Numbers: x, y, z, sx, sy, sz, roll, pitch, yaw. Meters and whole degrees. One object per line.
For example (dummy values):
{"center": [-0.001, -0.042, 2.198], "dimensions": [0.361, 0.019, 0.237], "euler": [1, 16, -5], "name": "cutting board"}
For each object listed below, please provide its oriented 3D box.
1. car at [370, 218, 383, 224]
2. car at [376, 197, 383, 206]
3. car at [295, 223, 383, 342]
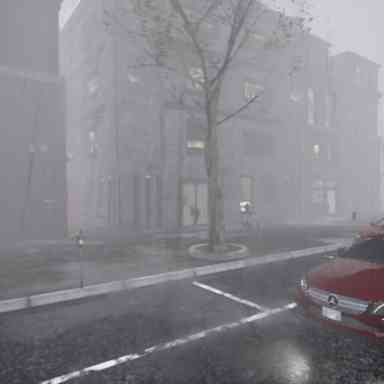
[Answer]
{"center": [7.723, 1.482, 12.074], "dimensions": [4.507, 1.381, 1.887], "euler": [0, 0, -36], "name": "car"}
{"center": [31.581, 1.490, 51.617], "dimensions": [1.752, 1.417, 4.829], "euler": [-2, 0, -37], "name": "car"}
{"center": [3.918, 1.494, 6.175], "dimensions": [4.674, 1.442, 1.812], "euler": [0, 0, -36], "name": "car"}
